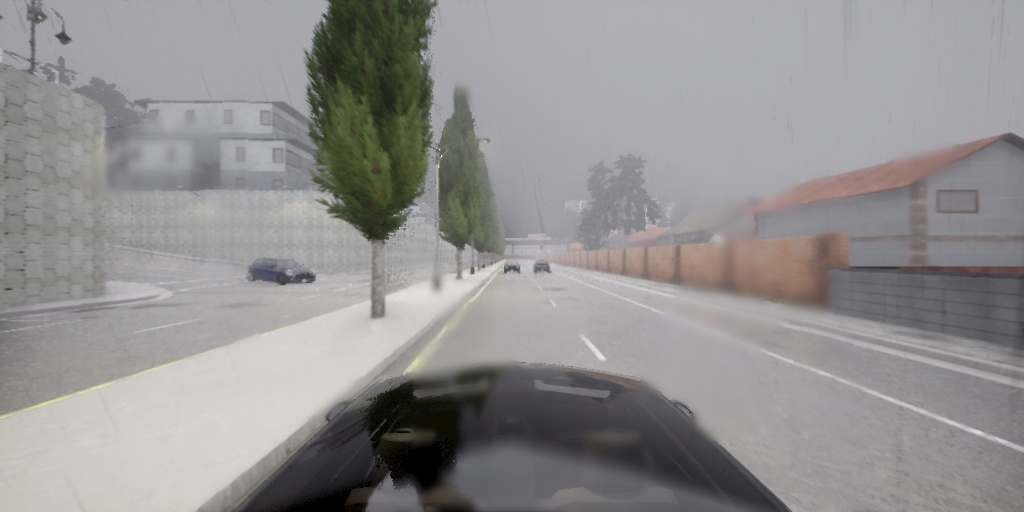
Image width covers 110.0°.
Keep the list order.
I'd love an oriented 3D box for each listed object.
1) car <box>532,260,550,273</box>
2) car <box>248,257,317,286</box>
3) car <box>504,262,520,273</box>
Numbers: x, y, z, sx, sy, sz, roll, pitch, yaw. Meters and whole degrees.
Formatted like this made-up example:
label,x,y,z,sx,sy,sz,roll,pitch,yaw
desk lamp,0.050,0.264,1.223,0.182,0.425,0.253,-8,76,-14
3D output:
label,x,y,z,sx,sy,sz,roll,pitch,yaw
car,3.530,1.254,43.562,1.837,1.490,4.892,0,1,1
car,-15.313,0.952,23.961,4.553,1.767,2.097,2,2,24
car,0.023,1.345,43.058,1.895,1.301,4.718,0,0,1
